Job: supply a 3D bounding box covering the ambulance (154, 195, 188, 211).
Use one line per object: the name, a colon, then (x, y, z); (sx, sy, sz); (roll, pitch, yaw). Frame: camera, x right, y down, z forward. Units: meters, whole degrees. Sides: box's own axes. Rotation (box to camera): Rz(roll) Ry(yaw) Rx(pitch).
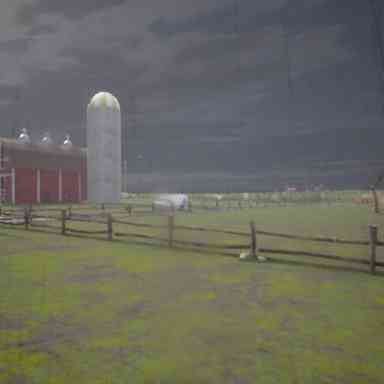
ambulance: (-3.354, 1.621, 50.391); (2.351, 2.431, 6.366); (0, -1, 35)
